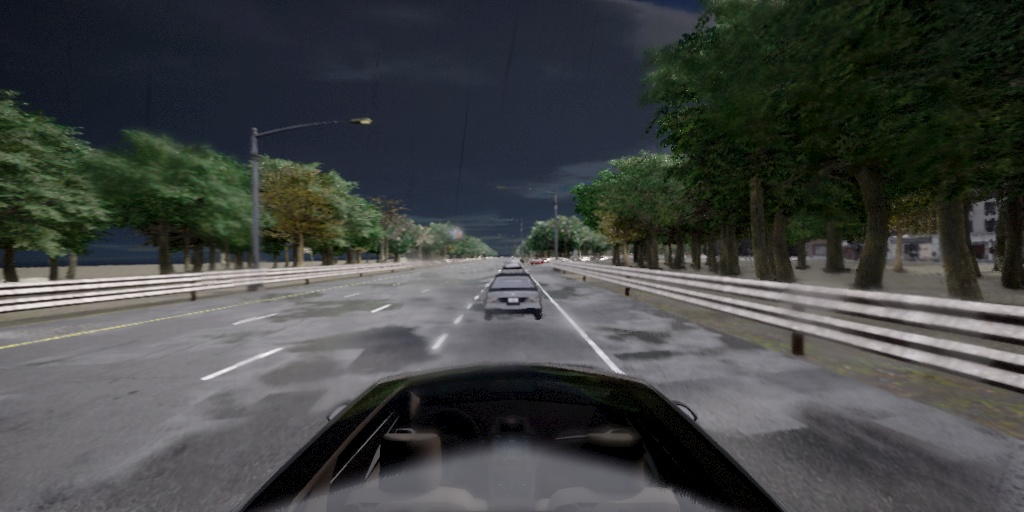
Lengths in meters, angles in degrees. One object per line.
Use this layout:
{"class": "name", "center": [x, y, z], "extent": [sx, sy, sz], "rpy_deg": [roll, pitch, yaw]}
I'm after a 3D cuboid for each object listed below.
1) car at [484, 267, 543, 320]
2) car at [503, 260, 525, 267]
{"class": "car", "center": [0.034, 1.299, 12.685], "extent": [2.033, 1.411, 5.357], "rpy_deg": [-1, 0, 0]}
{"class": "car", "center": [0.027, 1.247, 28.631], "extent": [2.128, 1.511, 4.902], "rpy_deg": [-1, 0, 0]}
